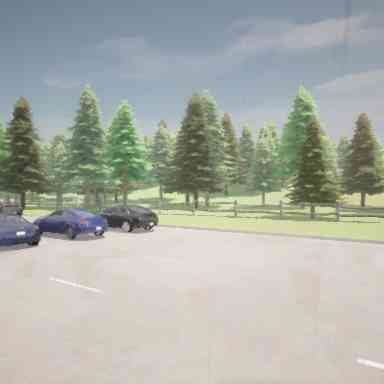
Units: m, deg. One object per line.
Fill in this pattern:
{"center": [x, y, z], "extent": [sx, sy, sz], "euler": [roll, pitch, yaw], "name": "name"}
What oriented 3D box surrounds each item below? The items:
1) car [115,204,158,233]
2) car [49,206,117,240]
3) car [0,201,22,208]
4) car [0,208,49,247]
{"center": [-4.204, 1.514, 19.765], "extent": [4.892, 1.490, 1.837], "euler": [0, 0, 36], "name": "car"}
{"center": [-6.236, 1.530, 16.916], "extent": [4.674, 1.442, 1.812], "euler": [0, 0, 36], "name": "car"}
{"center": [-16.415, 1.493, 28.476], "extent": [4.902, 1.511, 2.128], "euler": [0, 0, 36], "name": "car"}
{"center": [-8.269, 1.570, 14.066], "extent": [4.181, 1.385, 1.994], "euler": [0, 0, 36], "name": "car"}
